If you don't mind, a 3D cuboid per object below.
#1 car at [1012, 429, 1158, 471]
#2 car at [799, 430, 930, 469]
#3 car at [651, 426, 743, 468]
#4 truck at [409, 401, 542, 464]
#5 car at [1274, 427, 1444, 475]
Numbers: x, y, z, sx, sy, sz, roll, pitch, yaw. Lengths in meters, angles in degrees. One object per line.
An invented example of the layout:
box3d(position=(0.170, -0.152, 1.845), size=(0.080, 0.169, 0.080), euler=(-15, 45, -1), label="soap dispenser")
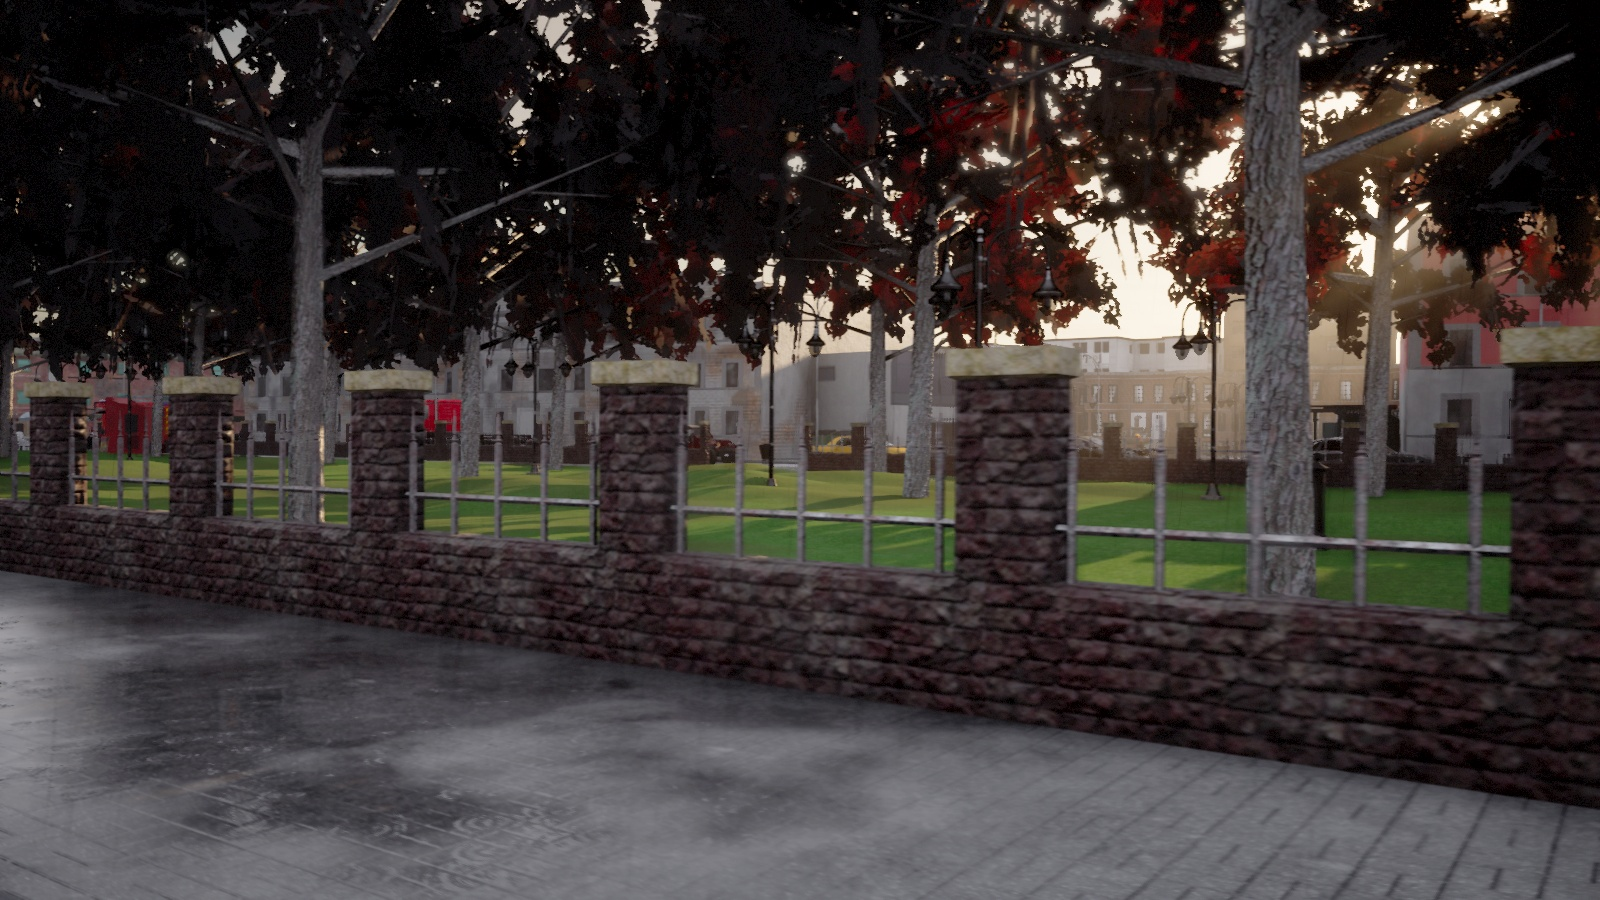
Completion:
box3d(position=(10.675, -0.020, 47.136), size=(4.902, 1.511, 2.128), euler=(0, 1, 35), label="car")
box3d(position=(2.666, -0.023, 52.709), size=(5.366, 1.575, 1.801), euler=(0, 1, 35), label="car")
box3d(position=(-4.746, -0.154, 57.861), size=(3.866, 1.878, 1.905), euler=(0, 1, 35), label="car")
box3d(position=(-18.755, -0.970, 72.441), size=(7.936, 3.462, 2.891), euler=(0, 1, 35), label="truck")
box3d(position=(18.510, 0.016, 41.683), size=(4.892, 1.490, 1.837), euler=(0, 1, 35), label="car")
